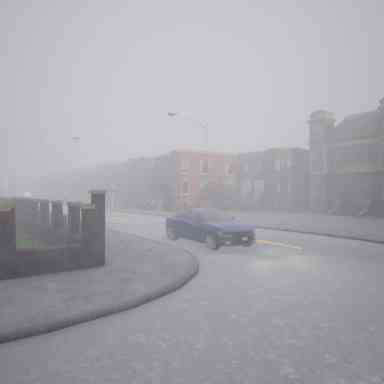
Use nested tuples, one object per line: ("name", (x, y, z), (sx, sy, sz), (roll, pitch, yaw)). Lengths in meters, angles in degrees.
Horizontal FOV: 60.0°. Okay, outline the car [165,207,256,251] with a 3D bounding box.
("car", (0.627, 1.476, 14.552), (1.882, 1.535, 5.008), (0, 0, -33))
